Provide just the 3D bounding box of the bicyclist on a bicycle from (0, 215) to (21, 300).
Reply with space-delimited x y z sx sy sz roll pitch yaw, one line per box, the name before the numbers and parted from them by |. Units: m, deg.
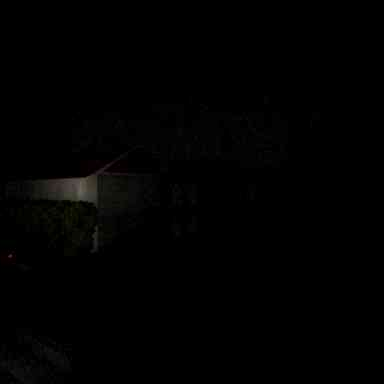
bicyclist on a bicycle | -3.823 1.305 6.908 0.582 1.620 1.656 0 -1 -35
